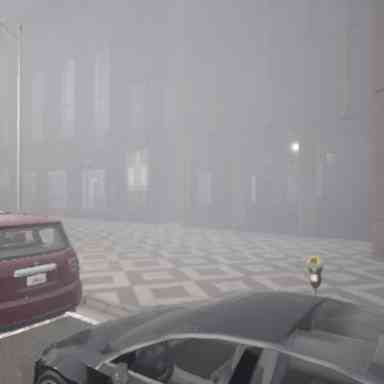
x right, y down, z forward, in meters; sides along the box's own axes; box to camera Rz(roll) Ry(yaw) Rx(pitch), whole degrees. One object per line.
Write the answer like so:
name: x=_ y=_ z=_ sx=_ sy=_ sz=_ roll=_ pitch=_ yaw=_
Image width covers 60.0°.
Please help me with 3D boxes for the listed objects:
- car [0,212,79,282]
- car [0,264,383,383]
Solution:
car: x=-4.094 y=1.285 z=6.009 sx=5.009 sy=1.841 sz=2.192 roll=0 pitch=0 yaw=36
car: x=0.493 y=1.561 z=2.729 sx=4.313 sy=1.339 sz=1.947 roll=0 pitch=0 yaw=36
